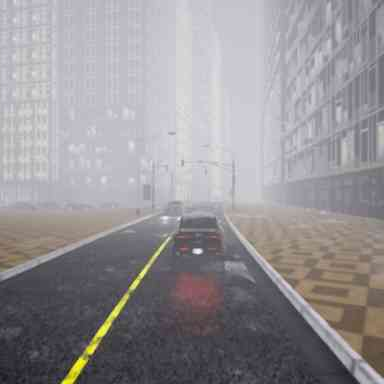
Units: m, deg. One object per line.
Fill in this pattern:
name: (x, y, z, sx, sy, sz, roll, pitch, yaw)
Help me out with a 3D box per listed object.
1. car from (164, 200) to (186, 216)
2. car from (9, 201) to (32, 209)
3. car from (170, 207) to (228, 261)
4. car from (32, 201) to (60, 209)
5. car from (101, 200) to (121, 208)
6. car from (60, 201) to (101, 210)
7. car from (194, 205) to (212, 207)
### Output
car: (-1.706, 1.601, 34.090, 1.837, 1.490, 4.892, 0, 0, 4)
car: (-30.500, 2.320, 59.567, 4.313, 1.339, 1.947, -1, 0, 13)
car: (0.276, 1.547, 12.538, 1.837, 1.490, 4.892, 0, 0, 2)
car: (-25.018, 2.217, 58.309, 4.313, 1.339, 1.947, -1, 0, 13)
car: (-14.054, 1.999, 55.794, 4.403, 1.369, 2.008, -1, 0, 13)
car: (-15.928, 1.939, 47.626, 4.403, 1.369, 2.008, -1, 0, 13)
car: (0.905, 1.680, 26.842, 1.895, 1.301, 4.718, 0, 0, 4)
